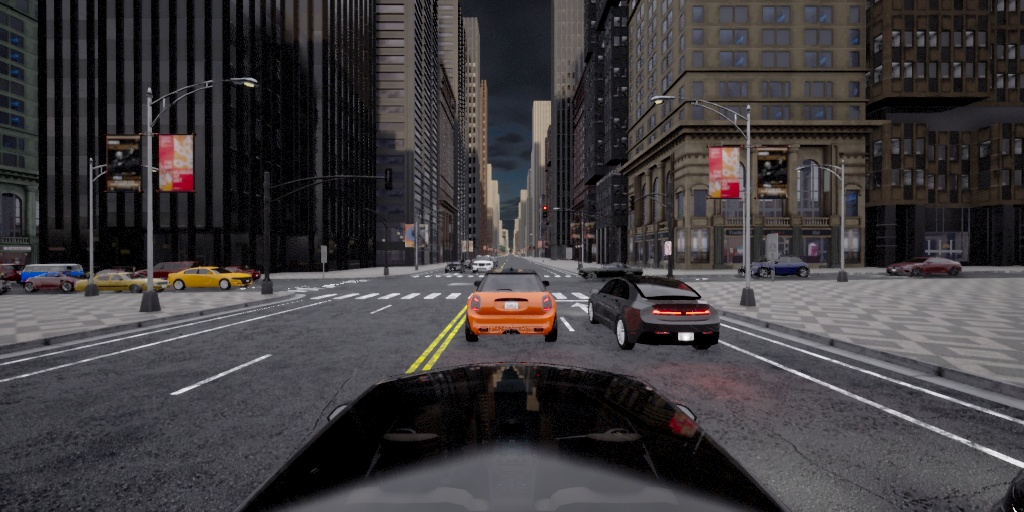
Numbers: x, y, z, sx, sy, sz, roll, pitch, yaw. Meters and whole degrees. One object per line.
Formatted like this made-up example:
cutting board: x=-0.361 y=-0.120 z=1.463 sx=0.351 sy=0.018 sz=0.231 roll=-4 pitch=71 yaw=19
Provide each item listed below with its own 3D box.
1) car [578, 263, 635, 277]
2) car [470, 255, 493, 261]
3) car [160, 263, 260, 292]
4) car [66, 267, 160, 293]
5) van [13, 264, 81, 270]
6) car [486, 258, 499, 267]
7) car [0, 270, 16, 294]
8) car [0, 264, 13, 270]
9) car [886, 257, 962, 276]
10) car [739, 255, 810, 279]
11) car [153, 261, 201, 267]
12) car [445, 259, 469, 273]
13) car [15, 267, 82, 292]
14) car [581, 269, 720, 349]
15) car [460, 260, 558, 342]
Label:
car: x=7.579 y=1.222 z=28.041 sx=4.718 sy=1.301 sz=1.895 roll=-1 pitch=0 yaw=0
car: x=-3.449 y=0.952 z=43.358 sx=2.150 sy=2.045 sz=5.566 roll=0 pitch=0 yaw=0
car: x=-20.782 y=1.489 z=24.806 sx=5.008 sy=1.535 sz=1.882 roll=-1 pitch=0 yaw=0
car: x=-23.880 y=1.593 z=22.147 sx=4.829 sy=1.417 sz=1.751 roll=0 pitch=0 yaw=0
van: x=-39.303 y=1.578 z=30.689 sx=3.998 sy=1.789 sz=1.690 roll=0 pitch=0 yaw=0
car: x=-3.463 y=1.200 z=63.596 sx=2.128 sy=1.511 sz=4.902 roll=0 pitch=0 yaw=0
car: x=-33.822 y=1.751 z=22.145 sx=4.403 sy=1.370 sz=2.007 roll=0 pitch=0 yaw=0
car: x=-44.390 y=1.621 z=30.694 sx=5.009 sy=1.841 sz=2.192 roll=0 pitch=0 yaw=0
car: x=32.221 y=0.809 z=28.054 sx=4.674 sy=1.442 sz=1.812 roll=-1 pitch=0 yaw=0
car: x=20.371 y=0.793 z=28.047 sx=4.553 sy=1.767 sz=2.097 roll=-1 pitch=0 yaw=0
car: x=-29.128 y=1.414 z=30.680 sx=5.009 sy=1.841 sz=2.192 roll=0 pitch=0 yaw=0
car: x=-6.697 y=1.295 z=42.515 sx=1.994 sy=1.385 sz=4.181 roll=0 pitch=0 yaw=0
car: x=-30.780 y=1.711 z=24.819 sx=4.181 sy=1.385 sz=1.994 roll=-1 pitch=0 yaw=1
car: x=3.235 y=1.254 z=9.102 sx=1.837 sy=1.490 sz=4.892 roll=0 pitch=0 yaw=0
car: x=-0.007 y=1.101 z=9.963 sx=2.097 sy=1.767 sz=4.553 roll=0 pitch=0 yaw=0
